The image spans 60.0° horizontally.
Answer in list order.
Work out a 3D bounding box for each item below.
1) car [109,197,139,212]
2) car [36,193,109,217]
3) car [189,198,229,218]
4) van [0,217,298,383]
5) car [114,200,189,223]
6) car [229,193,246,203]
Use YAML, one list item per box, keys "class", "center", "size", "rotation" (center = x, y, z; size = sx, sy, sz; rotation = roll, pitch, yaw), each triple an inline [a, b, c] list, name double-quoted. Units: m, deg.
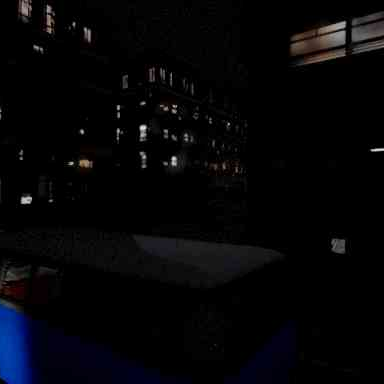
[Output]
- class: "car"
  center: [-6.030, 1.179, 30.080]
  size: [1.887, 1.381, 4.507]
  rotation: [2, 2, 35]
- class: "car"
  center: [-9.231, 1.030, 25.517]
  size: [2.192, 1.841, 5.009]
  rotation: [2, 2, 35]
- class: "car"
  center: [0.803, 1.282, 25.231]
  size: [1.802, 1.307, 4.206]
  rotation: [2, 2, 35]
- class: "van"
  center: [-0.926, 1.341, 3.526]
  size: [3.998, 1.788, 1.690]
  rotation: [0, 0, 36]
- class: "car"
  center: [-2.400, 1.346, 20.673]
  size: [1.947, 1.339, 4.313]
  rotation: [2, 2, 35]
- class: "car"
  center: [6.782, 0.878, 48.311]
  size: [1.947, 1.339, 4.313]
  rotation: [2, 2, 35]
